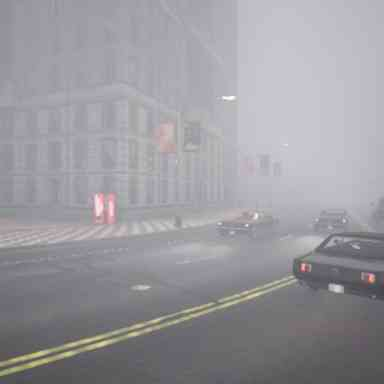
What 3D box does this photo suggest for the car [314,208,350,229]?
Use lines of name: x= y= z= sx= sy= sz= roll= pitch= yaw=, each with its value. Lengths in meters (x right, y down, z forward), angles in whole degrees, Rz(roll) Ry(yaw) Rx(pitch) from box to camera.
car: x=8.830 y=1.710 z=20.840 sx=1.895 sy=1.301 sz=4.718 roll=0 pitch=0 yaw=27

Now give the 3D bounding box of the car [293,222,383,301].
car: x=4.414 y=1.647 z=8.260 sx=1.895 sy=1.301 sz=4.718 roll=0 pitch=0 yaw=43

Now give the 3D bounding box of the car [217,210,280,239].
car: x=3.175 y=1.677 z=18.054 sx=1.895 sy=1.301 sz=4.718 roll=0 pitch=0 yaw=33

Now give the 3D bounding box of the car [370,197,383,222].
car: x=14.651 y=1.369 z=24.630 sx=2.150 sy=2.045 sz=5.566 roll=0 pitch=0 yaw=24
